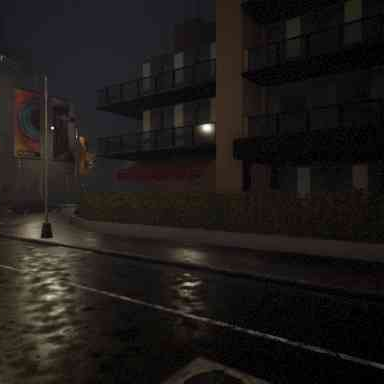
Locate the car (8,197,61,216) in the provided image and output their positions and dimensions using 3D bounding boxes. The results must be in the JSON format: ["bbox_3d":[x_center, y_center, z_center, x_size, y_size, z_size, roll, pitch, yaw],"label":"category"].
[{"bbox_3d":[-15.295,1.505,32.561,1.837,1.490,4.892,0,0,36],"label":"car"}]
